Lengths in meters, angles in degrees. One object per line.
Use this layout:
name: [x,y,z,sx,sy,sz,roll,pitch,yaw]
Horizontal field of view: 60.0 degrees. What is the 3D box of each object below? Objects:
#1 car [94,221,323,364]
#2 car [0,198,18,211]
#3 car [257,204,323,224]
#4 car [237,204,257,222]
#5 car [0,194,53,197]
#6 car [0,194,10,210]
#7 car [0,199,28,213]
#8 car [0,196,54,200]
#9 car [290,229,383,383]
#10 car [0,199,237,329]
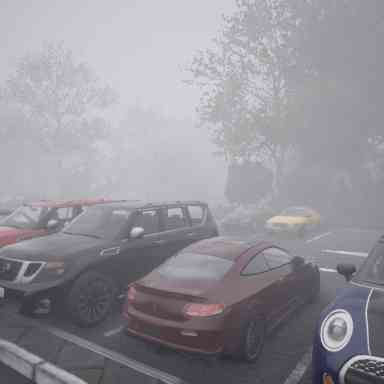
car: [0.850,1.522,5.935,2.002,1.452,4.674,0,0,36]
car: [-23.658,1.502,39.480,2.097,1.535,5.008,0,0,36]
car: [5.733,1.481,18.294,1.946,1.575,5.366,0,0,35]
car: [3.583,1.486,20.062,2.231,1.521,4.892,0,0,36]
car: [-16.971,1.242,34.682,2.435,2.045,5.566,0,0,36]
car: [-25.940,1.256,41.080,2.435,2.045,5.566,0,0,35]
car: [-21.490,1.537,37.937,2.002,1.452,4.674,0,0,36]
car: [-3.730,1.233,9.170,2.435,2.045,5.566,0,0,35]
car: [3.152,1.356,4.335,2.185,1.767,4.553,0,0,36]
car: [-1.448,1.232,7.542,2.435,2.045,5.566,0,0,35]
